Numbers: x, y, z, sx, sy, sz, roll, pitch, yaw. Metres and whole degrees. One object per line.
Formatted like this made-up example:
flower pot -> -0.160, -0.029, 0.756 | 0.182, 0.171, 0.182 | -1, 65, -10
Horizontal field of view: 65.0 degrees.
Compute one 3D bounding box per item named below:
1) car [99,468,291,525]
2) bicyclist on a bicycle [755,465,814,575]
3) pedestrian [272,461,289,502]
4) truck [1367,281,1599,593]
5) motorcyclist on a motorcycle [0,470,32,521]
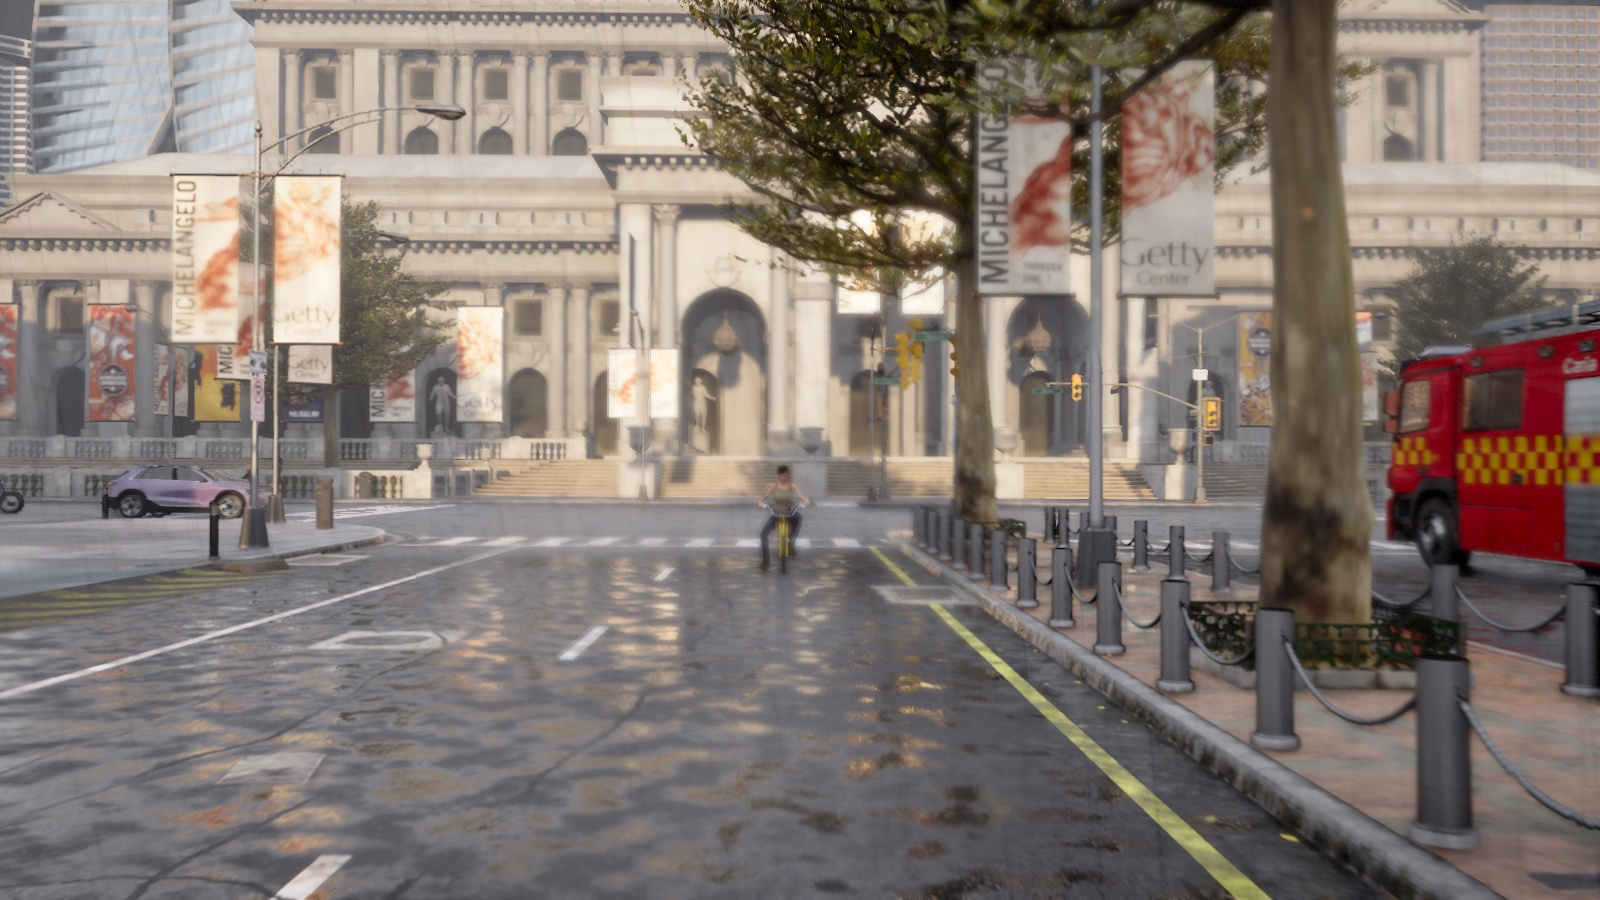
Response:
car -> -18.286, 1.390, 38.118 | 4.856, 1.649, 2.033 | 0, -1, 0
bicyclist on a bicycle -> -0.241, 1.040, 19.275 | 0.866, 1.612, 1.509 | 0, -1, -1
pedestrian -> -23.531, 1.422, 56.903 | 0.614, 1.847, 0.353 | 0, -1, 1
truck -> 11.255, -0.134, 17.410 | 2.891, 3.827, 8.468 | 0, -1, 0
motorcyclist on a motorcycle -> -26.837, 1.497, 41.579 | 2.350, 1.649, 0.766 | 0, -1, 0
